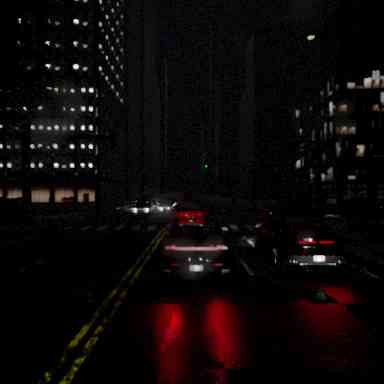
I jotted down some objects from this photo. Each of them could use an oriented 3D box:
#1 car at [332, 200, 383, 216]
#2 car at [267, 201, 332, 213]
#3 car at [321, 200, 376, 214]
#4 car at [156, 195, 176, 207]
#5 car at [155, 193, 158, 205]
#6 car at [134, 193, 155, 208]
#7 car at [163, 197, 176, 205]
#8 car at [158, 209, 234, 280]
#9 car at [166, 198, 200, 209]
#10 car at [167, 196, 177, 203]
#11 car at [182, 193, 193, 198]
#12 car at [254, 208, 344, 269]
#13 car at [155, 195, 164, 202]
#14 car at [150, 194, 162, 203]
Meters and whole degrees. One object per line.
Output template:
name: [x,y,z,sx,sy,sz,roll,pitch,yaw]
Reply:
car: [16.326,1.611,32.640,4.181,1.385,1.994,0,-1,2]
car: [7.991,1.416,25.494,5.008,1.535,1.882,0,-2,-28]
car: [16.813,1.586,35.879,4.902,1.511,2.128,0,-1,2]
car: [-3.903,1.546,50.488,1.994,1.385,4.181,0,0,-1]
car: [-7.258,1.196,58.251,2.150,2.045,5.566,0,0,0]
car: [-7.125,1.334,48.679,2.097,1.767,4.553,0,0,-1]
car: [-4.022,1.538,60.115,1.994,1.385,4.181,0,0,0]
car: [0.097,1.493,9.899,2.128,1.511,4.902,0,0,0]
car: [-0.415,1.444,21.936,1.882,1.535,5.008,0,1,-8]
car: [-4.166,1.560,70.344,1.895,1.301,4.718,0,0,-1]
car: [-1.015,1.183,76.111,2.150,2.045,5.566,0,0,-1]
car: [3.347,1.506,11.177,1.837,1.490,4.892,0,0,0]
car: [-7.553,1.478,78.214,1.812,1.442,4.674,0,0,-1]
car: [-7.375,1.319,67.944,2.097,1.767,4.553,0,0,-1]
